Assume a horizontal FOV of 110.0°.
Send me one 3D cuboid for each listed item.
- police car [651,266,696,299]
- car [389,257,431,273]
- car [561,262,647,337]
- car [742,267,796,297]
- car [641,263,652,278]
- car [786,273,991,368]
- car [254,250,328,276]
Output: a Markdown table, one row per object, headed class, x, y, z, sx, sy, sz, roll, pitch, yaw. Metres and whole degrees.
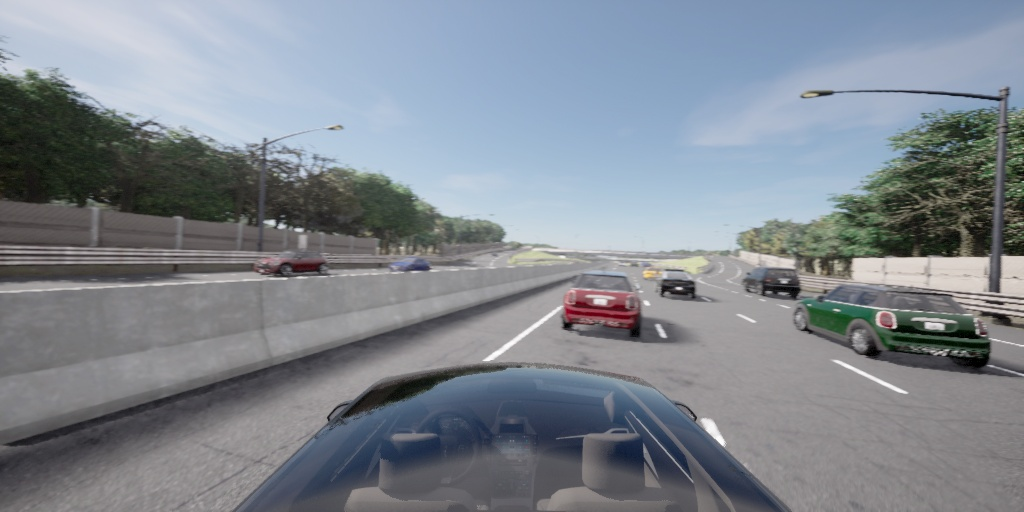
| class | x | y | z | sx | sy | sz | roll | pitch | yaw |
| --- | --- | --- | --- | --- | --- | --- | --- | --- | --- |
| police car | 10.061 | 1.637 | 22.326 | 1.930 | 1.638 | 5.238 | 3 | 0 | 18 |
| car | -9.002 | 0.844 | 32.113 | 1.812 | 1.442 | 4.674 | 3 | 0 | 18 |
| car | 2.948 | 1.247 | 11.396 | 2.097 | 1.767 | 4.553 | 3 | 0 | 17 |
| car | 18.535 | 1.821 | 25.825 | 2.150 | 2.045 | 5.566 | 3 | 0 | 18 |
| car | 15.756 | 1.910 | 40.197 | 1.801 | 1.575 | 5.366 | 3 | 0 | 18 |
| car | 9.767 | 1.565 | 9.770 | 2.097 | 1.767 | 4.553 | 3 | 0 | 17 |
| car | -15.053 | 0.397 | 24.701 | 2.097 | 1.767 | 4.553 | 3 | 0 | 18 |
